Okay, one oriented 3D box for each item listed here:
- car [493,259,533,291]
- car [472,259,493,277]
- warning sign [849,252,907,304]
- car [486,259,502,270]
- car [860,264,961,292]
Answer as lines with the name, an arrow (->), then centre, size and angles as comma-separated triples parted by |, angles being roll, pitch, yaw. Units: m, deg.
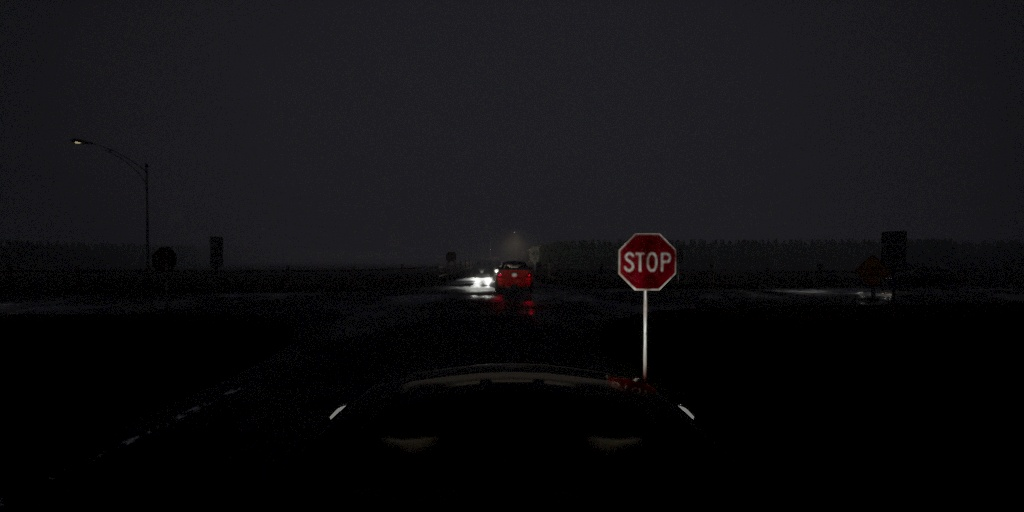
car -> 0.138, 1.080, 21.775 | 2.097, 1.767, 4.553 | 0, 0, 0
car -> -2.771, 1.209, 35.440 | 2.128, 1.511, 4.902 | 0, 0, 0
warning sign -> 14.090, 0.873, 13.981 | 1.060, 1.860, 1.300 | 0, 0, -6
car -> -2.713, 1.181, 53.949 | 2.128, 1.511, 4.902 | 0, 0, 0
car -> 22.483, 1.182, 20.313 | 4.902, 1.511, 2.128 | 0, 1, -7
